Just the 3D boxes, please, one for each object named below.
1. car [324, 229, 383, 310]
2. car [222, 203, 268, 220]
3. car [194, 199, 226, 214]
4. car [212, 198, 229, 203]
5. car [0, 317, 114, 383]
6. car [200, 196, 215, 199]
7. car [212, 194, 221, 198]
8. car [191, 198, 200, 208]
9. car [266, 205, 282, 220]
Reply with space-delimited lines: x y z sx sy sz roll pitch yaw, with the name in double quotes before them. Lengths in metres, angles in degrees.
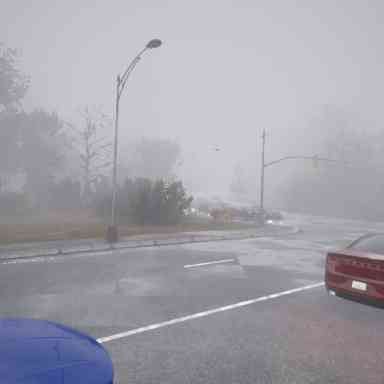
"car" 4.992 1.555 7.347 5.008 1.535 1.882 1 -1 -35
"car" 5.423 2.171 34.615 1.895 1.301 4.718 3 -1 -23
"car" 2.260 2.037 42.812 1.994 1.385 4.181 3 0 -19
"car" 4.629 2.106 46.501 2.033 1.411 5.357 3 1 -18
"car" -2.863 1.478 1.699 5.008 1.535 1.882 0 0 -36
"car" 1.881 1.727 56.641 1.837 1.490 4.892 2 2 -12
"car" 5.839 1.109 79.176 2.033 1.411 5.357 2 2 -1
"car" -0.879 1.674 53.212 2.128 1.511 4.902 2 2 -14
"car" 8.110 2.217 37.292 1.837 1.490 4.892 3 -1 -21
